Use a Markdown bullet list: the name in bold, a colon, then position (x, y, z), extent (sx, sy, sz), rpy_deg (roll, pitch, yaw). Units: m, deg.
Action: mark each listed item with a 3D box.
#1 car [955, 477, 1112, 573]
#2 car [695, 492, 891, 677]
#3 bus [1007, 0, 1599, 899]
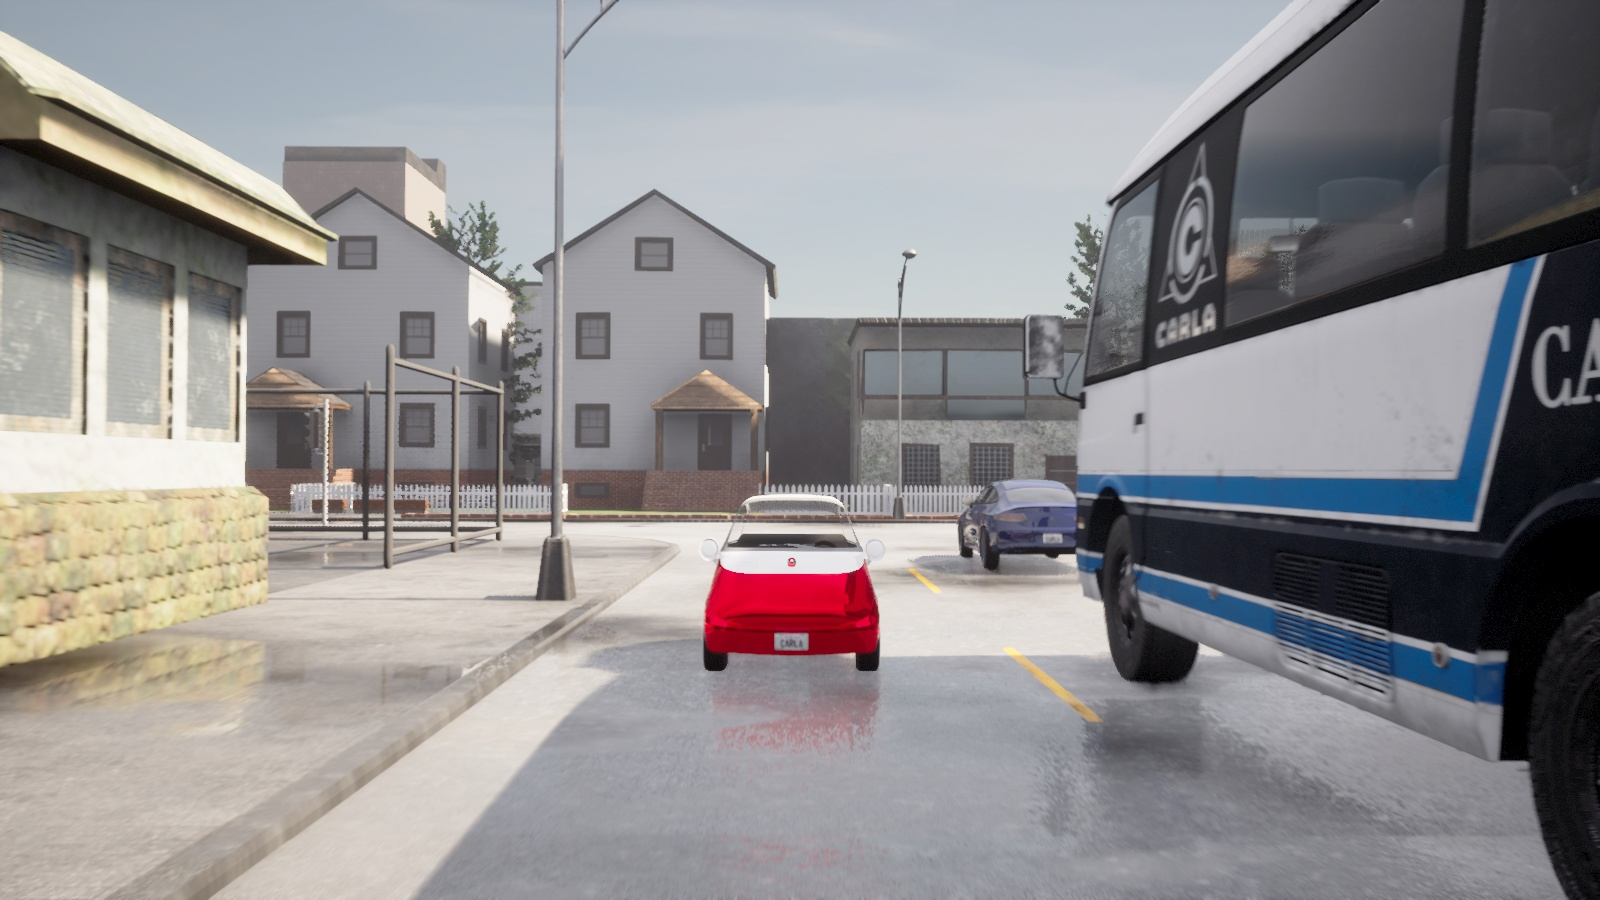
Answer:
- **car**: position (3.877, 1.201, 21.674), extent (1.812, 1.442, 4.674), rpy_deg (0, -1, 0)
- **car**: position (-0.055, 1.053, 10.586), extent (1.481, 1.376, 2.207), rpy_deg (0, -2, 0)
- **bus**: position (3.952, -0.465, 6.452), extent (3.944, 4.253, 10.273), rpy_deg (0, -1, -1)
